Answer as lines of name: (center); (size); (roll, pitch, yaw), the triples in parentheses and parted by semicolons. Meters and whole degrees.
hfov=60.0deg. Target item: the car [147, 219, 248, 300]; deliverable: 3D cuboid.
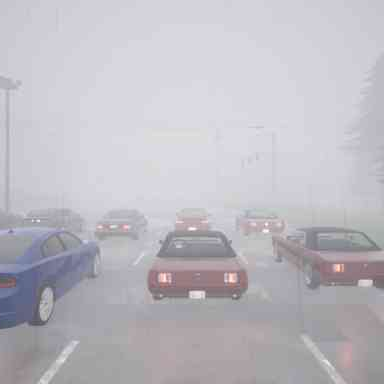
car: (0.093, 1.601, 8.335); (1.895, 1.301, 4.718); (0, 0, 0)

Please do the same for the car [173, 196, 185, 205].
car: (-2.306, 1.525, 59.242); (1.812, 1.442, 4.674); (1, 0, -8)

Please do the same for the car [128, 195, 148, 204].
car: (-9.755, 1.547, 59.899); (2.033, 1.411, 5.357); (0, 0, -16)

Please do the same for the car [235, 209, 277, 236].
car: (3.544, 1.601, 18.295); (1.895, 1.301, 4.718); (0, 0, -1)

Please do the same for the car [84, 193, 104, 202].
car: (-21.483, 1.225, 72.955); (2.150, 2.045, 5.566); (0, 0, -27)

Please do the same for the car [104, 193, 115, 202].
car: (-19.621, 1.225, 77.053); (2.150, 2.045, 5.566); (0, 0, -30)

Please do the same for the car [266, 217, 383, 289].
car: (3.593, 1.601, 9.127); (1.895, 1.301, 4.718); (0, 0, 0)

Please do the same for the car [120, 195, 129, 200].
car: (-18.373, 1.525, 93.090); (2.128, 1.511, 4.902); (0, 0, -44)

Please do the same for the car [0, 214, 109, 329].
car: (-3.406, 1.478, 7.077); (1.882, 1.535, 5.008); (0, 0, 0)

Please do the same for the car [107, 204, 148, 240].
car: (-3.427, 1.547, 16.888); (2.033, 1.411, 5.357); (0, 0, 0)

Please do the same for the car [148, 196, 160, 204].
car: (-7.630, 1.506, 66.103); (1.837, 1.490, 4.892); (1, 0, -18)

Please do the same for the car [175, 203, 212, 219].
car: (0.055, 1.526, 17.438); (1.812, 1.442, 4.674); (0, 0, 1)

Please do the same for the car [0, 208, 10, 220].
car: (-10.434, 1.492, 16.919); (2.128, 1.511, 4.902); (0, 0, 0)

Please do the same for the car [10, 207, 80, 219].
car: (-6.933, 1.505, 16.935); (1.837, 1.490, 4.892); (0, 0, 0)
